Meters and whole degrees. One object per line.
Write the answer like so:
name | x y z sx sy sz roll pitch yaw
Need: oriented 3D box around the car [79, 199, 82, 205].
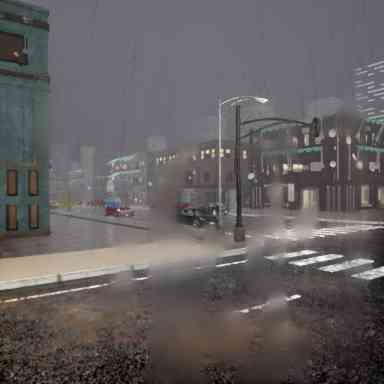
car | -26.556 2.364 76.506 1.947 1.339 4.313 -1 0 -35

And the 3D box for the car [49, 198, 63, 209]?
car | -23.699 2.233 57.971 1.752 1.417 4.829 -1 0 -35

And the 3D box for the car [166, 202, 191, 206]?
car | -0.963 1.904 40.370 1.802 1.307 4.206 -2 0 -35

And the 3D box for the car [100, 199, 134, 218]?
car | -7.804 1.846 35.524 1.967 1.590 4.097 -1 0 -35

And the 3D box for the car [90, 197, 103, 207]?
car | -16.965 1.940 62.954 2.192 1.841 5.009 -1 0 -35

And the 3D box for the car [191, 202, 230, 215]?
car | 2.235 1.809 35.853 2.008 1.369 4.403 -2 0 -35

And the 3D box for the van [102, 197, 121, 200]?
van | -13.765 1.907 58.438 1.690 1.788 3.998 -1 0 -35

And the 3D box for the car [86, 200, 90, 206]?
car | -20.158 2.227 67.472 1.887 1.381 4.507 -1 0 -35

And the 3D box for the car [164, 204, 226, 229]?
car | 0.120 1.814 24.130 1.947 1.339 4.313 -1 0 -35

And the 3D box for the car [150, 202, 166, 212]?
car | -4.161 1.966 44.887 1.802 1.307 4.206 -2 0 -35
